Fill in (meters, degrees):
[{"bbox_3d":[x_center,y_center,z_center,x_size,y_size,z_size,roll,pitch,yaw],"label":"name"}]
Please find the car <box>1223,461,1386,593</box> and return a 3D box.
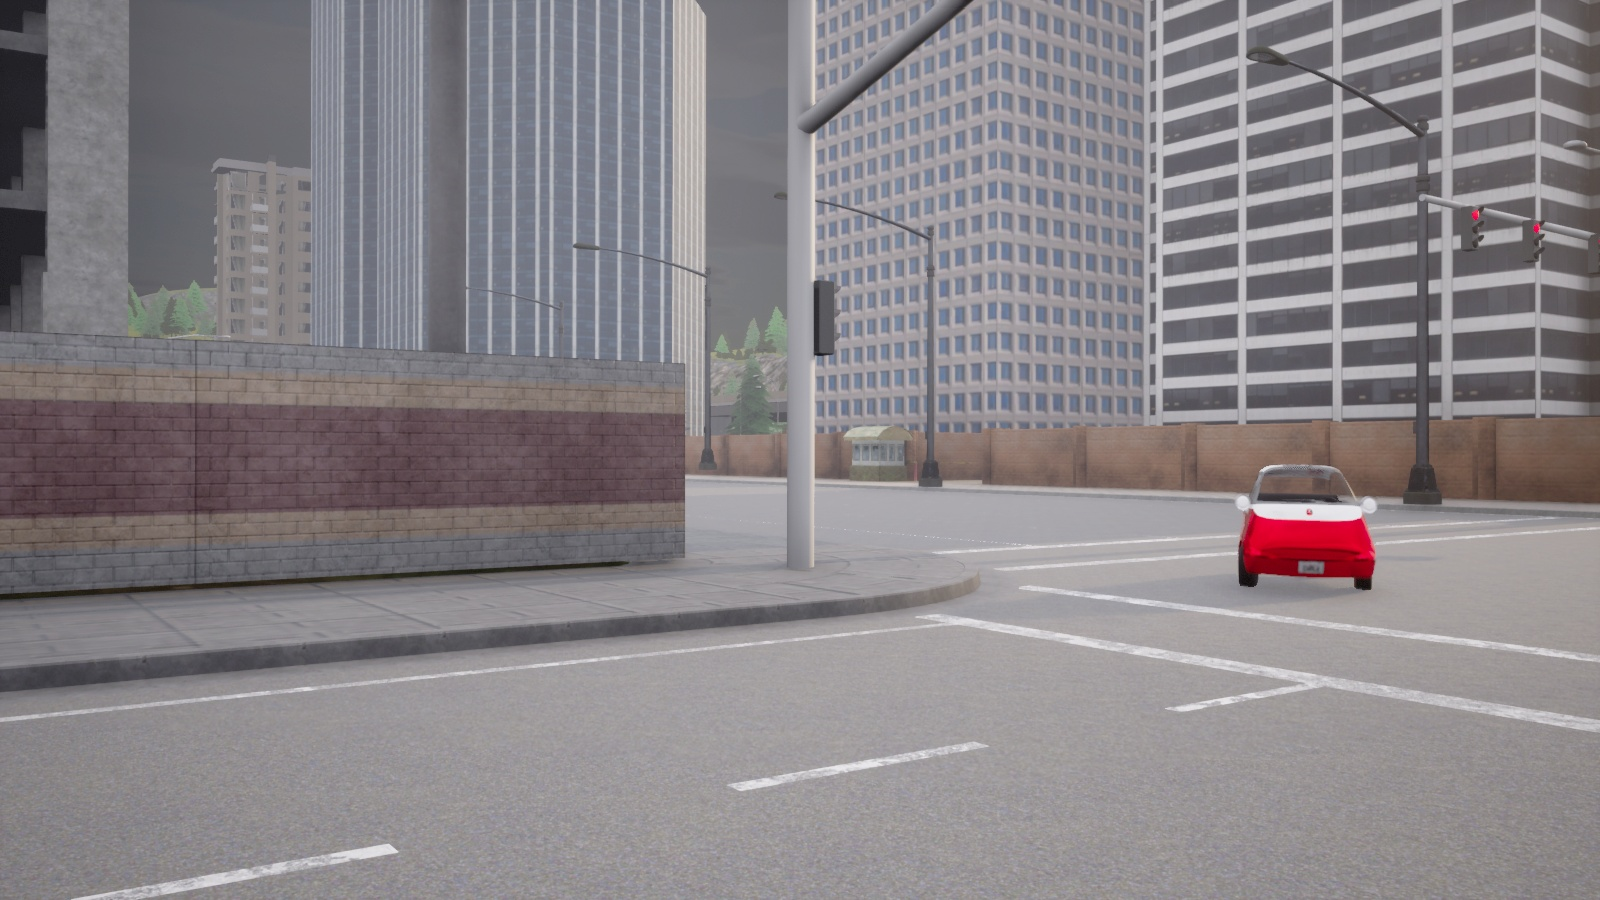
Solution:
[{"bbox_3d":[5.745,0.823,14.494,1.481,1.376,2.207,0,0,15],"label":"car"}]
